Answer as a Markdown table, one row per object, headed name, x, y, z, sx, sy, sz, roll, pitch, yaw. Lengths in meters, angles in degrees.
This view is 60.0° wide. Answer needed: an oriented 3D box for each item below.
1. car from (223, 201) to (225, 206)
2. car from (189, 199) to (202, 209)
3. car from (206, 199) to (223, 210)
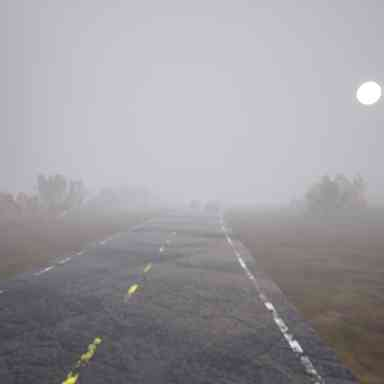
| name | x | y | z | sx | sy | sz | roll | pitch | yaw |
| --- | --- | --- | --- | --- | --- | --- | --- | --- | --- |
| car | 5.584 | 2.153 | 67.174 | 1.994 | 1.385 | 4.181 | 0 | -1 | 9 |
| car | 0.642 | 1.985 | 55.302 | 1.837 | 1.490 | 4.892 | 0 | 0 | 8 |
| car | 3.153 | 1.999 | 49.817 | 1.994 | 1.385 | 4.181 | 0 | -1 | 7 |
